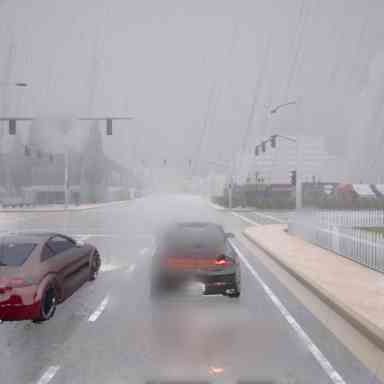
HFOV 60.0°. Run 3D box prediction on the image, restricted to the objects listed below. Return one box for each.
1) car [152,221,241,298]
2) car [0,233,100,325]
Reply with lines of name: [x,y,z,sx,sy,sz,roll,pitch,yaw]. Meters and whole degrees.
car: [0.083,1.505,8.519,1.837,1.490,4.892,0,0,0]
car: [-3.417,1.564,7.189,1.994,1.385,4.181,0,0,0]
